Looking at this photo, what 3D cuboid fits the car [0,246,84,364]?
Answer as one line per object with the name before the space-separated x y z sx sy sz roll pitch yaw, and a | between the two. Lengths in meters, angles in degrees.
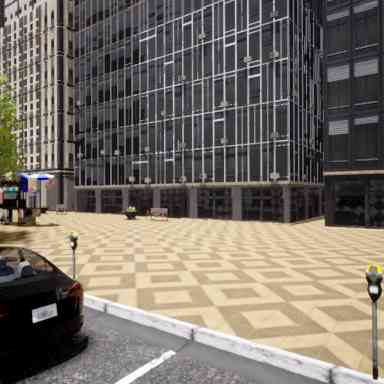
car | -3.553 1.566 5.418 4.313 1.339 1.947 0 0 36
